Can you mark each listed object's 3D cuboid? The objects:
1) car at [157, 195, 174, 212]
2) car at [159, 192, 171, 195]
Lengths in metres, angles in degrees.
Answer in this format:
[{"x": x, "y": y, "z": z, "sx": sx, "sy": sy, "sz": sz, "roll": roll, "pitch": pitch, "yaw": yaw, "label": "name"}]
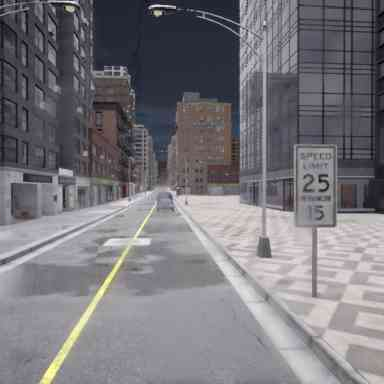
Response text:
[{"x": -2.923, "y": 1.391, "z": 36.725, "sx": 2.033, "sy": 1.411, "sz": 5.357, "roll": 0, "pitch": 0, "yaw": -5, "label": "car"}, {"x": -3.827, "y": 0.982, "z": 47.362, "sx": 2.150, "sy": 2.045, "sz": 5.566, "roll": 0, "pitch": 1, "yaw": -5, "label": "car"}]
